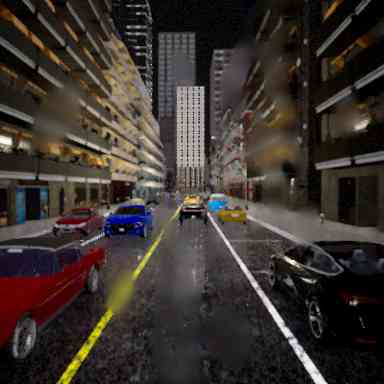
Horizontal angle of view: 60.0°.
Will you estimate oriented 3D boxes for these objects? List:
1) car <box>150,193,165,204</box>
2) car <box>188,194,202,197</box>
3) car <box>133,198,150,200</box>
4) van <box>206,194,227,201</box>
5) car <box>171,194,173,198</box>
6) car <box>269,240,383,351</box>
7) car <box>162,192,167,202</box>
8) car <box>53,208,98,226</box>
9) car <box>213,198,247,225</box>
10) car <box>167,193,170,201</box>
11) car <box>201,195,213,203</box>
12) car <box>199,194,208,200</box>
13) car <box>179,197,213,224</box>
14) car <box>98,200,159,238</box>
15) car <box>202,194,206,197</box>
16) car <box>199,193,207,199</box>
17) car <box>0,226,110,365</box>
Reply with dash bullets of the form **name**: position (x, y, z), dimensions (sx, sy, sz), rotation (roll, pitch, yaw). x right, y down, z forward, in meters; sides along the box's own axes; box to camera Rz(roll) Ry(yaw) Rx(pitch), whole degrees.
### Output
- **car**: position (-5.699, 1.281, 50.366), dimensions (1.947, 1.339, 4.313), rotation (0, 0, 0)
- **car**: position (0.099, 1.211, 46.824), dimensions (1.882, 1.535, 5.008), rotation (0, 0, 0)
- **car**: position (-5.700, 1.332, 33.627), dimensions (1.752, 1.417, 4.829), rotation (0, 0, 0)
- **van**: position (2.680, 1.147, 33.783), dimensions (1.690, 1.788, 3.998), rotation (-1, 0, 0)
- **car**: position (-5.701, 1.037, 72.460), dimensions (1.967, 1.590, 4.097), rotation (-1, 0, 0)
- **car**: position (2.683, 1.529, 6.168), dimensions (1.947, 1.339, 4.313), rotation (0, 0, 0)
- **car**: position (-5.699, 1.230, 55.890), dimensions (1.887, 1.381, 4.507), rotation (0, 0, 0)
- **car**: position (-5.698, 1.481, 17.227), dimensions (1.802, 1.307, 4.206), rotation (0, 0, 0)
- **car**: position (2.682, 1.392, 22.907), dimensions (1.752, 1.417, 4.829), rotation (-1, 0, 0)
- **car**: position (-5.700, 1.200, 61.414), dimensions (1.887, 1.381, 4.507), rotation (-1, 0, 0)
- **car**: position (2.681, 1.206, 61.400), dimensions (2.008, 1.369, 4.403), rotation (-1, 0, 0)
- **car**: position (2.681, 1.119, 77.971), dimensions (2.008, 1.369, 4.403), rotation (-1, 0, 0)
- **car**: position (0.092, 1.356, 23.316), dimensions (2.128, 1.511, 4.902), rotation (0, 0, 0)
- **car**: position (-3.070, 1.377, 17.139), dimensions (1.882, 1.535, 5.008), rotation (0, 0, 1)
- **car**: position (2.681, 1.235, 55.877), dimensions (2.008, 1.369, 4.403), rotation (-1, 0, 0)
- **car**: position (2.680, 1.064, 83.664), dimensions (1.752, 1.417, 4.829), rotation (-1, 0, 0)
- **car**: position (-3.057, 1.566, 5.881), dimensions (1.895, 1.301, 4.718), rotation (0, 0, 1)
